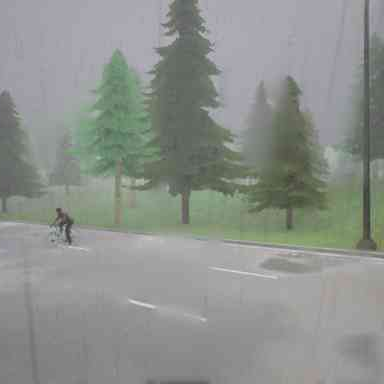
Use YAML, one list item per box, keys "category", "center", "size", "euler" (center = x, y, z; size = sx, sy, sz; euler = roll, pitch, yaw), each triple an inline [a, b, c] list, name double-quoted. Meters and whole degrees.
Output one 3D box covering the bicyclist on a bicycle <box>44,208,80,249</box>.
- category: "bicyclist on a bicycle"
  center: [-5.278, 1.452, 13.567]
  size: [0.582, 1.620, 1.656]
  euler: [0, 1, 34]
